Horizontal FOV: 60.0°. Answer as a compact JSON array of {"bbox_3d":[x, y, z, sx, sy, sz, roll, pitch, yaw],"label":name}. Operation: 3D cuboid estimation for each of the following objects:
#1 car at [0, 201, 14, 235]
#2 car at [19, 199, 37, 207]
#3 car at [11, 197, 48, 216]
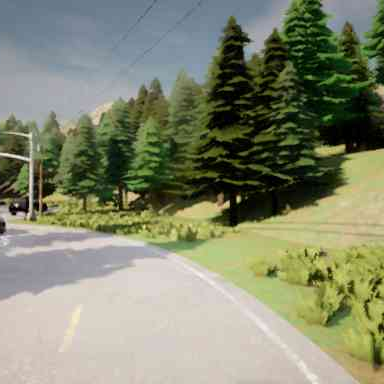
[{"bbox_3d":[-12.519,1.545,19.042,4.553,1.767,2.097,0,-1,37],"label":"car"},{"bbox_3d":[-31.466,2.113,63.717,4.674,1.442,1.812,-1,-1,45],"label":"car"},{"bbox_3d":[-18.189,1.572,37.233,2.150,2.045,5.566,0,-1,0],"label":"car"}]
